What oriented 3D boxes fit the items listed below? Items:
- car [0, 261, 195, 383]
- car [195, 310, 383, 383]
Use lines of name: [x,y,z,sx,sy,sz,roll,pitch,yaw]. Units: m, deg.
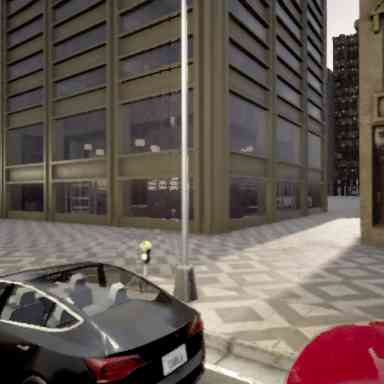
car: [-1.850,1.598,4.280,4.313,1.339,1.947,-1,0,35]
car: [2.709,1.300,1.028,5.009,1.841,2.192,-1,0,35]
